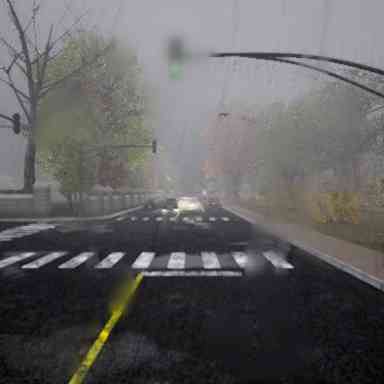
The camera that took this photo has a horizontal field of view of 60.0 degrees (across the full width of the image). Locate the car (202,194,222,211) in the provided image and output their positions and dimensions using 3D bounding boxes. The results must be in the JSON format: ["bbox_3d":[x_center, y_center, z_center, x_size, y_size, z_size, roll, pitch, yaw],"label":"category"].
[{"bbox_3d":[2.585,1.426,41.246,1.967,1.590,4.097,-1,0,0],"label":"car"}]

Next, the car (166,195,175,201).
[{"bbox_3d":[-5.374,1.529,84.076,2.008,1.369,4.403,-1,0,0],"label":"car"}]

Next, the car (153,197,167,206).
[{"bbox_3d":[-5.357,1.546,55.633,1.947,1.339,4.313,-1,0,0],"label":"car"}]

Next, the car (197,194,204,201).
[{"bbox_3d":[2.516,1.546,67.012,1.947,1.339,4.313,-1,0,0],"label":"car"}]

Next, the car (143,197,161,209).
[{"bbox_3d":[-5.353,1.550,44.258,1.947,1.339,4.313,-1,0,0],"label":"car"}]

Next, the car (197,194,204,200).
[{"bbox_3d":[2.498,1.421,95.454,1.967,1.590,4.097,-1,0,0],"label":"car"}]

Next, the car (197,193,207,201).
[{"bbox_3d":[2.503,1.294,84.078,2.192,1.841,5.009,-1,0,0],"label":"car"}]

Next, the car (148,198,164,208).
[{"bbox_3d":[-5.354,1.548,49.945,1.947,1.339,4.313,-1,0,0],"label":"car"}]

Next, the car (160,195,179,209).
[{"bbox_3d":[-2.777,1.518,44.222,1.837,1.490,4.892,0,0,0],"label":"car"}]

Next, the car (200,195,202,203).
[{"bbox_3d":[2.526,1.528,49.946,1.887,1.381,4.507,-1,0,0],"label":"car"}]
